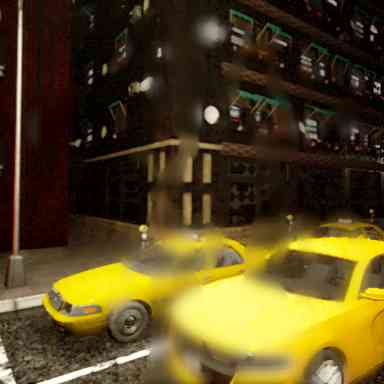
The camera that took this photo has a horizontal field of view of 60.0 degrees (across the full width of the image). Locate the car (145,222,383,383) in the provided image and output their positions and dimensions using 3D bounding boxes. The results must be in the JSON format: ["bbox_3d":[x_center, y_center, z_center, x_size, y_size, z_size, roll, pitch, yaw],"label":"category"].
[{"bbox_3d":[2.036,1.457,4.829,5.008,1.535,1.882,0,0,-35],"label":"car"}]

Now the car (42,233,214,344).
[{"bbox_3d":[-0.205,1.509,6.393,4.829,1.417,1.752,0,1,-35],"label":"car"}]

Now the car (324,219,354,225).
[{"bbox_3d":[4.281,1.483,9.592,4.829,1.417,1.752,0,1,-35],"label":"car"}]
